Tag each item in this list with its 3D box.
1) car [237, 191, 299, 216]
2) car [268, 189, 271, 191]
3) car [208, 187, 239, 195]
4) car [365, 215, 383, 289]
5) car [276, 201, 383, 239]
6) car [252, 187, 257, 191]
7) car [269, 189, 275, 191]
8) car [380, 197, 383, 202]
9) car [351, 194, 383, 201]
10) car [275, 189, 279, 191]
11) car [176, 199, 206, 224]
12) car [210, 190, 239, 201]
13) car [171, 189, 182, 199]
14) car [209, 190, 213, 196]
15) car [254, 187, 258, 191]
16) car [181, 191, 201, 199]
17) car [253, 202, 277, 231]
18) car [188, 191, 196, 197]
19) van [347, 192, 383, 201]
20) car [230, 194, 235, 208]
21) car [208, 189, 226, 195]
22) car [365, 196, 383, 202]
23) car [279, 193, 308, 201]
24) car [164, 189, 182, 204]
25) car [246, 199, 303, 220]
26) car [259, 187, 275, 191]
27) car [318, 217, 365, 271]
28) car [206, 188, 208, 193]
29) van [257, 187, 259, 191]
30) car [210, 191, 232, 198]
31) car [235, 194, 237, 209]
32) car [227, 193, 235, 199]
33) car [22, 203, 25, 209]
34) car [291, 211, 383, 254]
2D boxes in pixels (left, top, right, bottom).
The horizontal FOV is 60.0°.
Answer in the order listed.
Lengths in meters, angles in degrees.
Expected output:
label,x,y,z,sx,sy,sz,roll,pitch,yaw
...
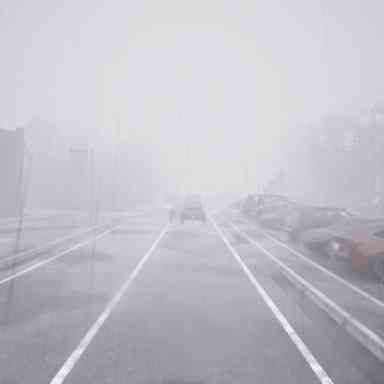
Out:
label,x,y,z,sx,sy,sz,roll,pitch,yaw
car,6.713,1.208,26.499,5.566,2.045,2.435,0,1,0
car,19.687,0.609,75.672,5.366,1.575,1.946,0,2,0
car,6.801,0.464,73.002,5.566,2.045,2.435,0,2,0
car,6.556,1.479,6.992,4.553,1.767,2.185,0,0,0
car,6.562,1.473,15.354,4.553,1.767,2.185,0,0,0
car,20.024,0.076,92.274,4.792,1.488,2.163,0,2,0
car,19.849,0.750,72.903,4.674,1.452,2.002,0,2,0
car,19.816,1.421,29.252,4.792,1.488,2.163,0,1,0
car,19.837,1.281,34.947,4.674,1.452,2.002,0,2,0
car,19.844,0.775,67.485,4.553,1.767,2.185,0,2,0
car,0.076,1.540,25.544,2.128,1.511,4.902,0,0,0
car,6.703,0.940,67.464,4.792,1.488,2.163,0,2,0
car,-3.320,0.414,71.723,2.150,2.045,5.566,0,2,0
car,6.758,0.813,70.237,5.008,1.535,2.097,0,2,0
car,20.004,0.158,89.636,4.792,1.488,2.163,0,2,0
car,0.055,1.187,44.573,2.150,2.045,5.566,0,1,0
car,6.610,1.581,20.937,4.792,1.488,2.163,0,1,0
car,-0.065,0.454,80.204,1.812,1.442,4.674,0,2,0
van,19.729,0.943,37.613,4.442,1.987,1.878,-1,1,0
car,6.783,1.282,34.861,4.792,1.488,2.163,0,2,0
car,6.910,0.052,92.421,4.892,1.521,2.231,0,2,0
car,19.814,1.358,32.163,4.674,1.452,2.002,0,2,0
car,19.787,0.998,64.720,5.008,1.535,2.097,0,2,0
car,-3.371,0.895,55.846,2.150,2.045,5.566,0,2,0
car,6.656,1.512,23.715,4.892,1.521,2.231,0,1,0
car,19.942,0.166,81.197,5.566,2.045,2.435,0,2,0
car,6.577,1.640,9.779,4.792,1.488,2.163,0,0,0
car,6.649,0.419,81.335,5.366,1.575,1.946,0,2,0
van,20.071,-0.006,86.858,4.442,1.987,1.878,0,2,0
car,6.820,0.521,78.560,4.892,1.521,2.231,0,2,0
car,6.762,1.204,32.072,4.553,1.767,2.185,0,1,0
car,6.747,1.205,37.644,4.792,1.488,2.163,0,2,0
car,-25.973,1.717,47.202,4.902,1.511,2.128,-1,-2,24
car,6.542,1.638,12.567,4.792,1.488,2.163,0,0,0
